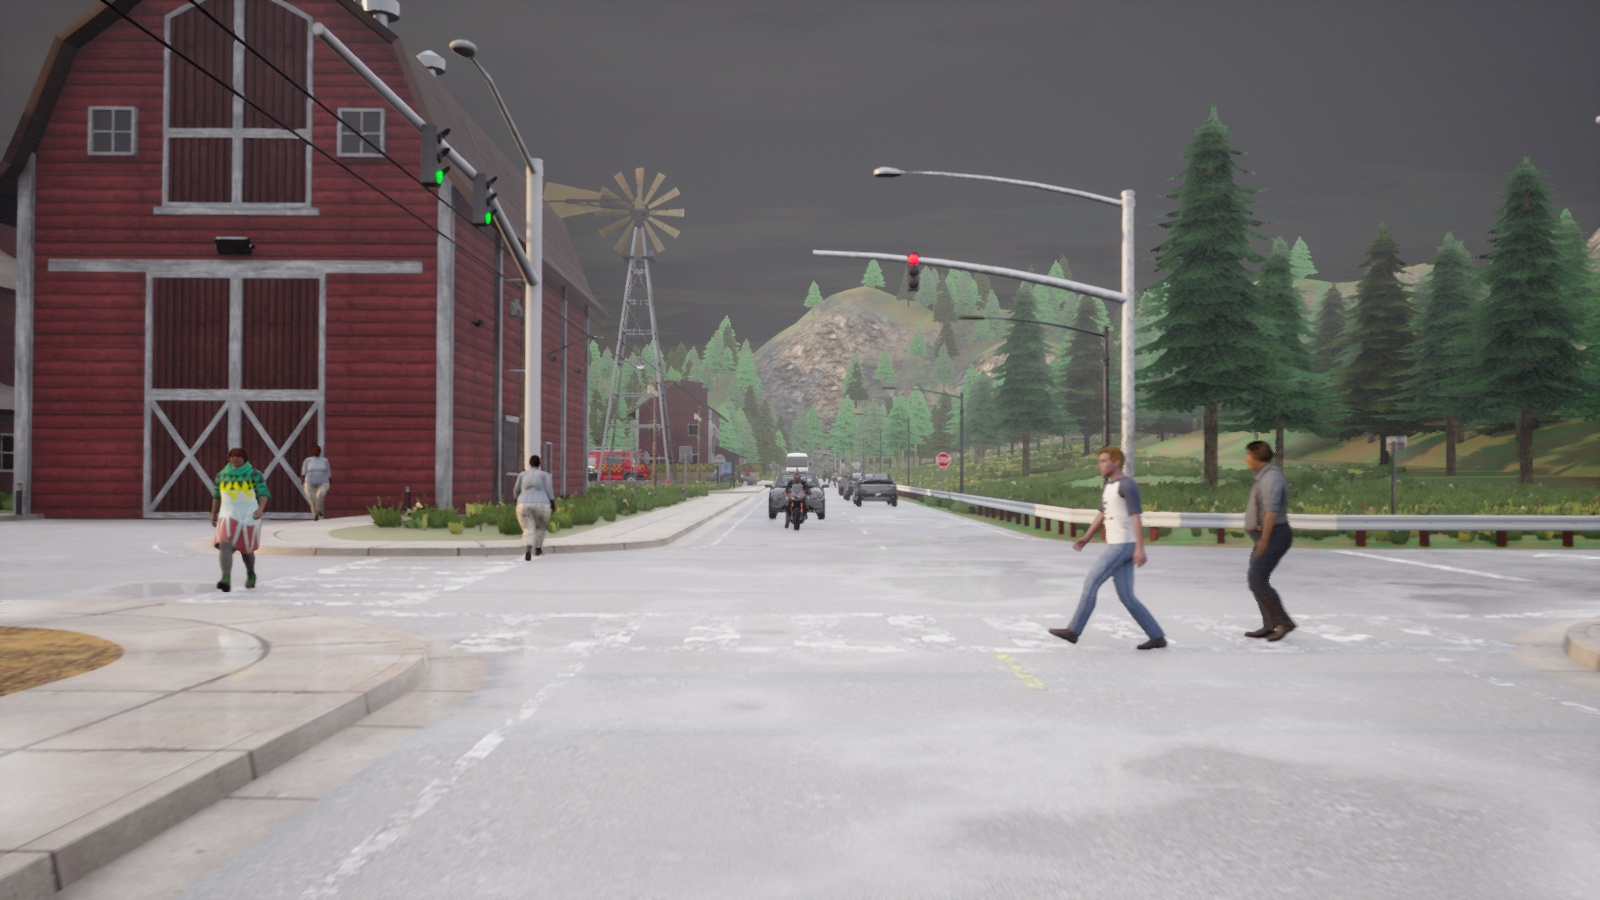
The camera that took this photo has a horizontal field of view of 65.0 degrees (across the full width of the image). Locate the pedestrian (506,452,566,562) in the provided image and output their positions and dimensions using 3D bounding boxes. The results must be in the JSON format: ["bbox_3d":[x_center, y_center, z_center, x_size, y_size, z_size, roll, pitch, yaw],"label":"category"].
[{"bbox_3d":[-4.554,0.971,21.692,0.874,1.855,0.900,0,-1,-2],"label":"pedestrian"}]

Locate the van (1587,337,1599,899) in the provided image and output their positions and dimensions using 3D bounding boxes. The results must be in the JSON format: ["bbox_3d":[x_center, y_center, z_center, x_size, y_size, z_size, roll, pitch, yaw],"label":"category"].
[{"bbox_3d":[3.496,0.585,1.915,1.775,1.987,4.442,0,-1,0],"label":"van"}]

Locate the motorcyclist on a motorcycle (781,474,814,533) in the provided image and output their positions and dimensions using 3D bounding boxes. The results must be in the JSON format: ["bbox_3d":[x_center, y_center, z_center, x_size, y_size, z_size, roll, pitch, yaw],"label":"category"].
[{"bbox_3d":[-0.069,1.419,34.015,0.866,1.530,2.191,0,-1,0],"label":"motorcyclist on a motorcycle"}]

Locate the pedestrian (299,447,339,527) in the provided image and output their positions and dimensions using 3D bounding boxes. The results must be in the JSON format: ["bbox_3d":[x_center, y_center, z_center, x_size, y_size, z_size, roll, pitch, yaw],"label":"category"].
[{"bbox_3d":[-11.515,0.877,30.060,0.874,1.855,0.900,0,-1,-21],"label":"pedestrian"}]

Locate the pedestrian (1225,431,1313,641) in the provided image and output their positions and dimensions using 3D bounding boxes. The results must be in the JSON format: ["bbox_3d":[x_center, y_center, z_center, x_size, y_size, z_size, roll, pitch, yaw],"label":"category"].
[{"bbox_3d":[4.255,0.767,11.431,0.694,1.848,0.540,-1,-1,16],"label":"pedestrian"}]

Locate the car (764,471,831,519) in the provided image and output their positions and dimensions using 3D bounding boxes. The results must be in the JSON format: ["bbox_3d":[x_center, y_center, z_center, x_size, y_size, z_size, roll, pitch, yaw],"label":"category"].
[{"bbox_3d":[-0.086,1.478,42.209,2.128,1.511,4.902,0,-1,0],"label":"car"}]

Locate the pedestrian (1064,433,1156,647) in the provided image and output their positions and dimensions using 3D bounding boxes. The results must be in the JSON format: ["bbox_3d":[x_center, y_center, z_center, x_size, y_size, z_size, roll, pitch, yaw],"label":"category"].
[{"bbox_3d":[2.700,0.776,10.969,0.706,1.836,0.354,0,-1,3],"label":"pedestrian"}]

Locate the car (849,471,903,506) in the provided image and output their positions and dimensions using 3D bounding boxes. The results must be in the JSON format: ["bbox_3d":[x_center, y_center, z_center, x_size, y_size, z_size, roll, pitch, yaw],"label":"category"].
[{"bbox_3d":[3.384,1.712,57.022,2.128,1.511,4.902,0,-1,0],"label":"car"}]

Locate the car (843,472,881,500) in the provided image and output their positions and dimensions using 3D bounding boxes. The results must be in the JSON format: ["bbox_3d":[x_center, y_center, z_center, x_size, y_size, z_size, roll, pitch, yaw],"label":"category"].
[{"bbox_3d":[3.360,1.952,68.573,1.837,1.490,4.892,0,-1,0],"label":"car"}]

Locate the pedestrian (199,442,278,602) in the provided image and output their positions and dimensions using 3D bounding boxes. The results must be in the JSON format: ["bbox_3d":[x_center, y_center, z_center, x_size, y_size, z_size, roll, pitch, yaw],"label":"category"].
[{"bbox_3d":[-7.059,0.883,15.821,0.659,1.952,0.873,0,-1,-6],"label":"pedestrian"}]
